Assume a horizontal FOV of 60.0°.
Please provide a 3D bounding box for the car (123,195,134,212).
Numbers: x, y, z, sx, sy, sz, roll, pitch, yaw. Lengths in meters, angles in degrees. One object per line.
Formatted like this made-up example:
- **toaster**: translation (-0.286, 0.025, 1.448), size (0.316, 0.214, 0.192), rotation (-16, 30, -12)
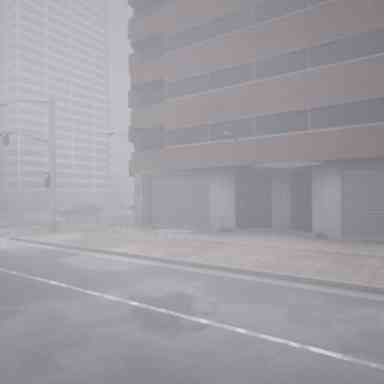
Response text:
- **car**: translation (-6.307, 1.665, 43.969), size (2.097, 1.767, 4.553), rotation (-1, 0, 35)

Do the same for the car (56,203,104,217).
- **car**: translation (-12.012, 1.861, 35.854), size (2.033, 1.411, 5.357), rotation (-1, 0, 35)
